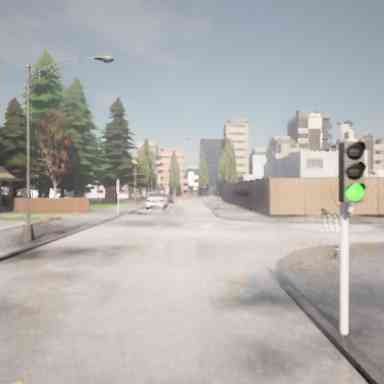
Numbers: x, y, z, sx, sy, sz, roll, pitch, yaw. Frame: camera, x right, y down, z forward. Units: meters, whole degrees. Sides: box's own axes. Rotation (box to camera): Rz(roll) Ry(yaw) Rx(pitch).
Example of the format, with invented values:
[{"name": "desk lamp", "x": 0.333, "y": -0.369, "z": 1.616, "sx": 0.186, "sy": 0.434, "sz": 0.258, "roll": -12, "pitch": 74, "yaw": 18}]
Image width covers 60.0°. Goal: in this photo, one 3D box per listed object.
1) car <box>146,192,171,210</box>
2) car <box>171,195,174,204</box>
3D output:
[{"name": "car", "x": -4.078, "y": 0.976, "z": 39.403, "sx": 2.150, "sy": 2.045, "sz": 5.566, "roll": 0, "pitch": 0, "yaw": 1}, {"name": "car", "x": -4.027, "y": 1.132, "z": 55.534, "sx": 1.882, "sy": 1.535, "sz": 5.008, "roll": 0, "pitch": 0, "yaw": 0}]
